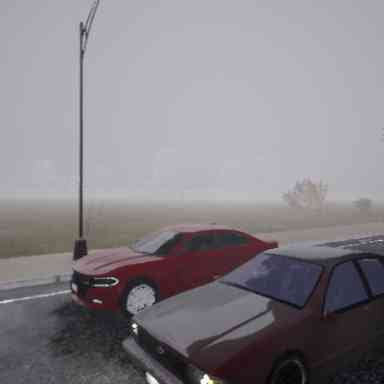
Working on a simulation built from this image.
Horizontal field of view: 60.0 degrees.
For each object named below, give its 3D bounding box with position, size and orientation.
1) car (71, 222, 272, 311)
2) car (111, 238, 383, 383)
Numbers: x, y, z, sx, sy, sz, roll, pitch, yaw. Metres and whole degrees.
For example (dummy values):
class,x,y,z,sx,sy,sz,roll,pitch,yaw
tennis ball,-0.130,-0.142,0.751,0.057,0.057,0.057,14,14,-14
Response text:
class,x,y,z,sx,sy,sz,roll,pitch,yaw
car,-0.128,1.500,7.588,5.008,1.535,1.882,0,0,-36
car,1.774,1.570,4.948,5.357,1.411,2.033,0,0,-36
